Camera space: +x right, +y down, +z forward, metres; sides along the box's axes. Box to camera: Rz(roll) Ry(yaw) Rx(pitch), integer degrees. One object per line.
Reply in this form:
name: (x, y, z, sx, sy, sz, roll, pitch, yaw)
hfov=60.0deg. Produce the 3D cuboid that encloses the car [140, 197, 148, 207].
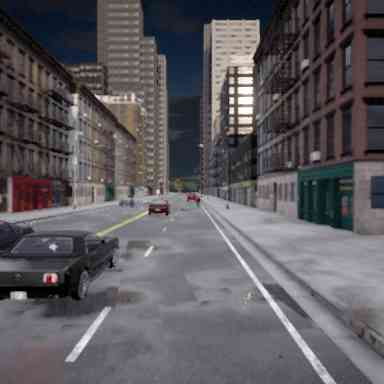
car: (-6.564, 1.517, 50.593, 1.812, 1.442, 4.674, 0, 0, 0)

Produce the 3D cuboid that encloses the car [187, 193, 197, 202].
car: (-0.007, 1.219, 78.446, 2.150, 2.045, 5.566, 0, 0, 0)

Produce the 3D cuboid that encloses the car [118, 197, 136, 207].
car: (-9.813, 1.517, 50.593, 1.812, 1.442, 4.674, 0, 0, 0)

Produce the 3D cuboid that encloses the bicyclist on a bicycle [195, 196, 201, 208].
bicyclist on a bicycle: (0.890, 1.363, 43.045, 0.659, 1.776, 1.843, 0, 0, 0)

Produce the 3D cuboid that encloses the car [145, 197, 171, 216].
car: (-3.152, 1.470, 33.125, 1.882, 1.535, 5.008, 0, 0, 0)

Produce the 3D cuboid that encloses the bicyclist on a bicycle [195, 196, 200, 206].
bicyclist on a bicycle: (0.879, 1.429, 53.106, 0.866, 1.612, 1.509, 0, -1, 0)

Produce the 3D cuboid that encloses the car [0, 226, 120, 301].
car: (-3.151, 1.599, 8.277, 1.895, 1.301, 4.718, 0, 0, 0)

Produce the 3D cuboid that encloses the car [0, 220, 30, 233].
car: (-6.600, 1.545, 9.878, 2.033, 1.411, 5.357, 0, 0, 0)
